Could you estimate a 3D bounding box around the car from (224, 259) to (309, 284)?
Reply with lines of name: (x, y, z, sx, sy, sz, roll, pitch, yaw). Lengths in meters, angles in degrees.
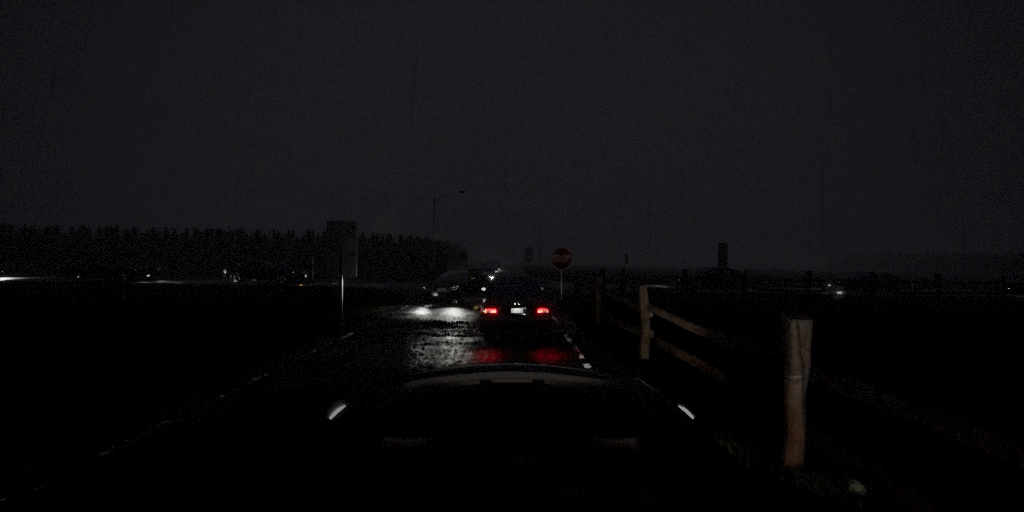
car: (-15.697, 0.978, 23.090, 4.902, 1.511, 2.128, 1, -1, 1)

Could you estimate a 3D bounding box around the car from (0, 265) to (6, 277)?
car: (-35.627, 0.698, 23.039, 4.181, 1.385, 1.994, 1, -1, 0)

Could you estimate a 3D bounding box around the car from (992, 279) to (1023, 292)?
car: (38.594, 2.086, 26.320, 4.718, 1.301, 1.895, 1, -1, 0)

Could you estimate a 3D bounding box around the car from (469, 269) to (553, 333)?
car: (0.047, 1.299, 10.723, 2.033, 1.411, 5.357, 0, 0, -1)

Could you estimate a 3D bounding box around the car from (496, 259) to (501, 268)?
car: (-2.937, 1.305, 50.359, 2.033, 1.411, 5.357, 0, 0, 0)

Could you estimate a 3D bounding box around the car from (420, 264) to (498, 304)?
car: (-2.407, 1.277, 16.565, 1.812, 1.442, 4.674, -1, 0, 17)

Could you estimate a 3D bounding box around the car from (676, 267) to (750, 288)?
car: (14.613, 1.559, 26.222, 4.892, 1.490, 1.837, 1, -1, 0)

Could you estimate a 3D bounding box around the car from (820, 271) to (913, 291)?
car: (25.923, 1.805, 26.274, 5.357, 1.411, 2.033, 1, -1, 0)

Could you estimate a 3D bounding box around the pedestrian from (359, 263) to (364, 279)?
pedestrian: (-12.223, 1.170, 29.119, 0.375, 1.300, 0.375, 0, -2, 0)

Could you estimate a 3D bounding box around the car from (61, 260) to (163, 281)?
car: (-25.606, 0.911, 23.080, 4.718, 1.301, 1.895, 1, -1, 0)

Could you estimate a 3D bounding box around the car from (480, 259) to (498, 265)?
car: (-2.919, 1.357, 40.514, 1.895, 1.301, 4.718, 0, 0, 0)
